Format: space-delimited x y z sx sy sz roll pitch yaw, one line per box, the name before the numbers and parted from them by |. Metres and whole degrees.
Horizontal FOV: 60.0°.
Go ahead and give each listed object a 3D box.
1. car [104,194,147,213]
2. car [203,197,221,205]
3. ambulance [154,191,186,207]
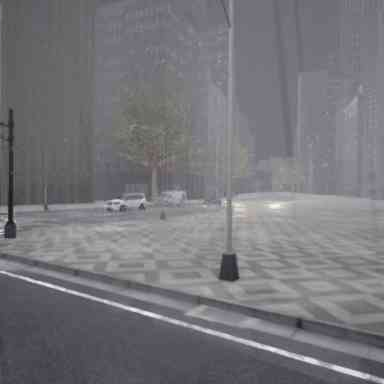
car | -7.528 1.219 38.329 2.150 2.045 5.566 1 1 31
car | 3.530 1.561 57.904 1.994 1.385 4.181 1 0 28
ambulance | -3.360 0.994 51.827 2.351 2.431 6.366 1 0 29
